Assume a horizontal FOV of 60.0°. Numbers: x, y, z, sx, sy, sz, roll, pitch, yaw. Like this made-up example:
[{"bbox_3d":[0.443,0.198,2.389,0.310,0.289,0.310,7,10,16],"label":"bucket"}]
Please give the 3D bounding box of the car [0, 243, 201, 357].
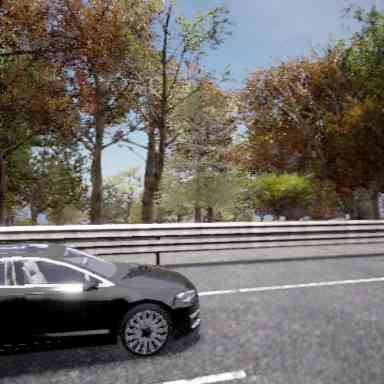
[{"bbox_3d":[-2.305,1.565,5.090,4.902,1.511,2.128,1,-1,-17],"label":"car"}]
